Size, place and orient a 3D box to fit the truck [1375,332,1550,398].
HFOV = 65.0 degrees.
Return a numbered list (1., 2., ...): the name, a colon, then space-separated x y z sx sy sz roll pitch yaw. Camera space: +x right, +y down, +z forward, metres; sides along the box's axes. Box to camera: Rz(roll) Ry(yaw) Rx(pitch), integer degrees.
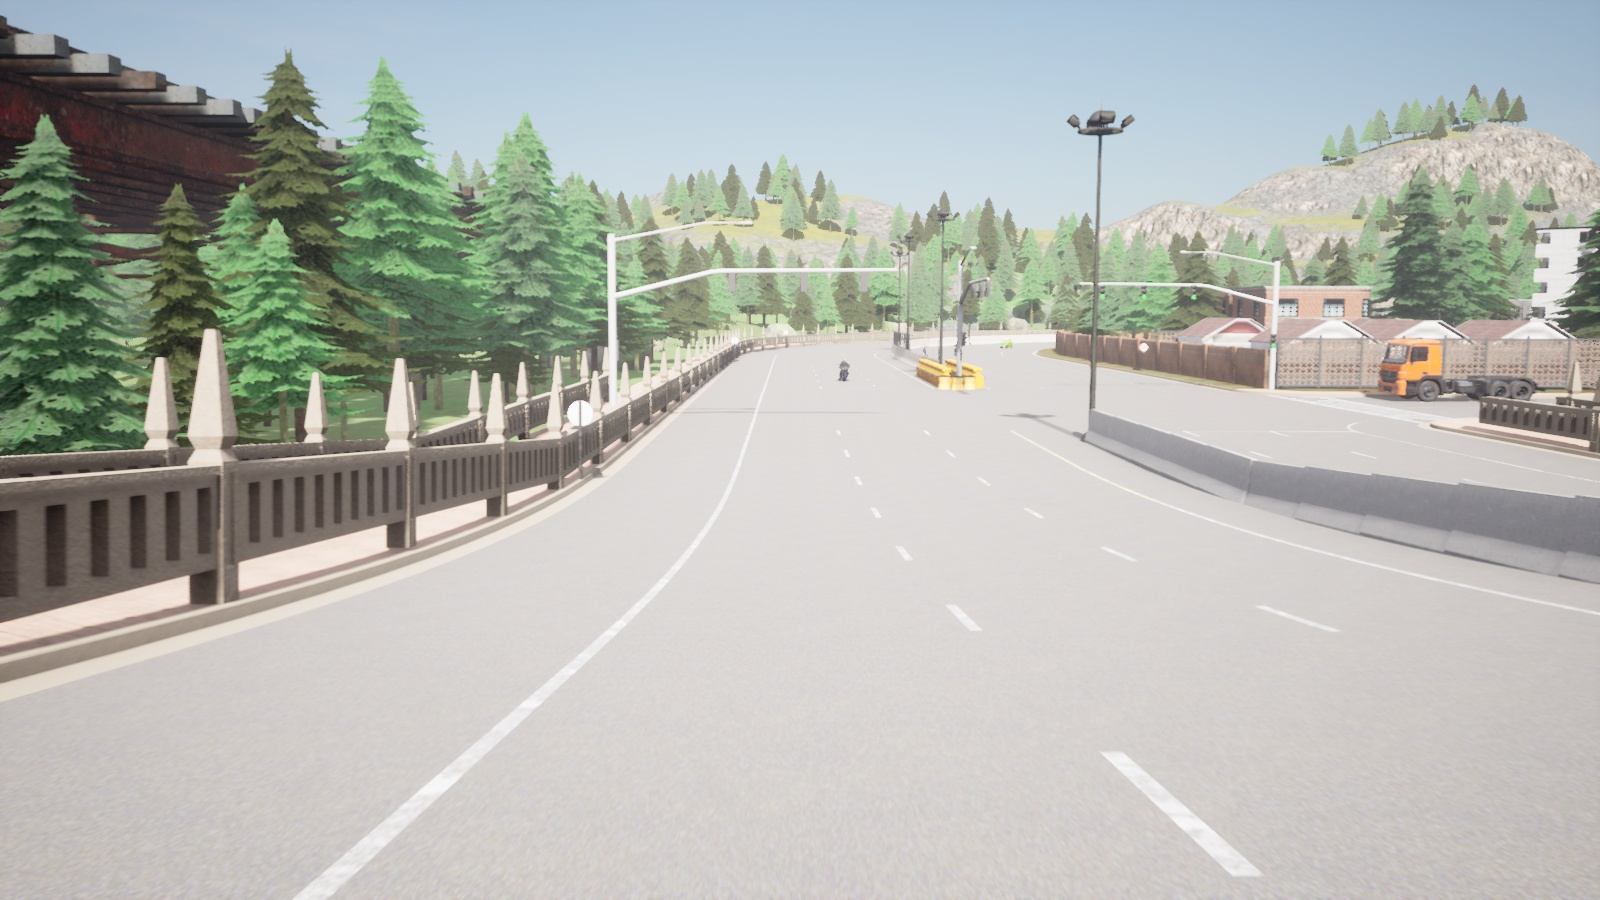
1. truck: 36.346 -4.721 69.134 7.936 3.462 2.891 0 6 1
